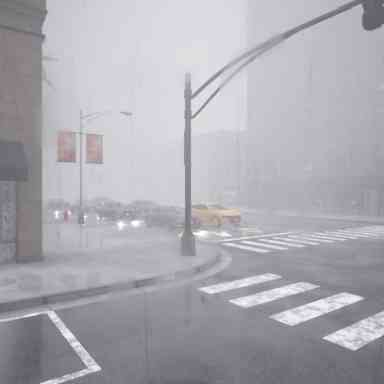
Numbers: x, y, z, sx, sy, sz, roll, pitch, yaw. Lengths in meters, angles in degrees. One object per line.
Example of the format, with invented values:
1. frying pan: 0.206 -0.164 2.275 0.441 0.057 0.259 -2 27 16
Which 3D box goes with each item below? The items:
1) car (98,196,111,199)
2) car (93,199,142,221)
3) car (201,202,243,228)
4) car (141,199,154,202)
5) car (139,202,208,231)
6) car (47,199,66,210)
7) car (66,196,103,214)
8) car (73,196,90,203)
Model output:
1. car: -10.251 1.295 38.529 2.097 1.767 4.553 0 0 -36
2. car: -6.144 1.529 27.241 1.994 1.385 4.181 0 0 -37
3. car: 1.284 1.451 22.504 1.882 1.535 5.008 0 0 -35
4. car: -4.264 1.463 30.203 1.837 1.490 4.892 0 0 -36
5. car: -1.224 1.541 20.424 1.994 1.385 4.181 0 0 -36
6. car: -17.054 1.537 42.459 1.895 1.301 4.718 0 0 -35
7. car: -11.069 1.477 34.108 1.812 1.442 4.674 0 0 -36
8. car: -22.041 1.451 66.332 1.994 1.385 4.181 0 0 -36
